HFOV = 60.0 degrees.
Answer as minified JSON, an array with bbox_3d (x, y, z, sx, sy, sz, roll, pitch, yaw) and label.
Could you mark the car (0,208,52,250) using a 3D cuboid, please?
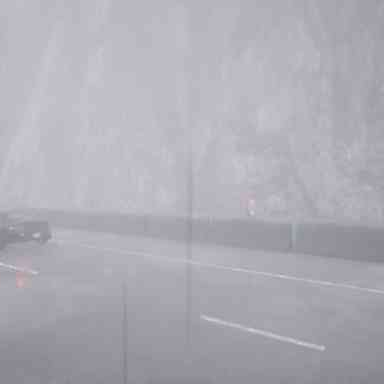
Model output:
[{"bbox_3d":[-7.578,1.381,13.493,4.674,1.442,1.812,1,1,35],"label":"car"}]
